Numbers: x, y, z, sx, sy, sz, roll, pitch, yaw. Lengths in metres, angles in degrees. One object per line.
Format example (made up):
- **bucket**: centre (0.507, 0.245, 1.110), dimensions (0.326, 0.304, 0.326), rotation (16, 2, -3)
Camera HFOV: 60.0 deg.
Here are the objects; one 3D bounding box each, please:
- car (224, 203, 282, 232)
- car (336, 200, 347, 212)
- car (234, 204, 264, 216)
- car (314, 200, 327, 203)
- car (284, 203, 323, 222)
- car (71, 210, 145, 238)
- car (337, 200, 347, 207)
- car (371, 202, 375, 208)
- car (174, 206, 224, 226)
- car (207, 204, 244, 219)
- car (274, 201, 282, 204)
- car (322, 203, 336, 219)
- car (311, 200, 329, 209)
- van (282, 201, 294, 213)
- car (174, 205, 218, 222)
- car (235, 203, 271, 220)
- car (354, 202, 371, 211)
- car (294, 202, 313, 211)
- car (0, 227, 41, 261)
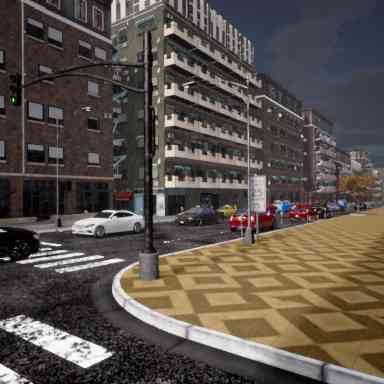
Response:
- **car**: centre (4.150, 1.751, 22.187), dimensions (1.967, 1.590, 4.097), rotation (-2, -2, 35)
- **car**: centre (23.507, 2.468, 54.370), dimensions (2.033, 1.411, 5.357), rotation (-1, -1, 36)
- **car**: centre (7.034, 2.222, 40.835), dimensions (1.947, 1.339, 4.313), rotation (-2, -2, 35)
- **car**: centre (17.696, 2.267, 46.034), dimensions (1.837, 1.490, 4.892), rotation (-1, -1, 35)
- **car**: centre (10.619, 2.032, 31.449), dimensions (1.887, 1.381, 4.507), rotation (-2, -2, 35)
- **car**: centre (-4.739, 1.778, 19.467), dimensions (1.812, 1.442, 4.674), rotation (-1, -1, 34)
- **car**: centre (39.273, 2.882, 87.103), dimensions (1.690, 1.788, 3.998), rotation (-2, -2, 35)
- **car**: centre (36.490, 2.745, 68.506), dimensions (2.008, 1.369, 4.403), rotation (-2, -2, 35)
- **car**: centre (0.787, 1.950, 27.395), dimensions (2.033, 1.411, 5.357), rotation (-1, -1, 35)
- **car**: centre (3.703, 2.090, 36.064), dimensions (1.752, 1.417, 4.829), rotation (-2, -2, 35)
- **car**: centre (10.267, 2.289, 45.468), dimensions (1.887, 1.381, 4.507), rotation (-2, -2, 35)
- **car**: centre (13.854, 2.141, 36.080), dimensions (1.947, 1.339, 4.313), rotation (-2, -2, 35)
- **car**: centre (26.434, 2.501, 68.636), dimensions (2.192, 1.841, 5.009), rotation (-2, -2, 35)
- **van**: centre (13.499, 2.174, 50.106), dimensions (1.690, 1.788, 3.998), rotation (-2, -2, 35)
- **car**: centre (0.469, 2.002, 31.432), dimensions (1.752, 1.417, 4.829), rotation (-2, -2, 35)
- **car**: centre (6.574, 2.038, 35.672), dimensions (1.882, 1.535, 5.008), rotation (-1, -1, 35)
- **car**: centre (30.022, 2.583, 59.241), dimensions (1.947, 1.339, 4.313), rotation (-2, -2, 35)
- **car**: centre (19.969, 2.554, 59.365), dimensions (1.887, 1.381, 4.507), rotation (-2, -2, 35)
- **car**: centre (-7.227, 1.523, 10.318), dimensions (2.128, 1.511, 4.902), rotation (0, -1, 35)
